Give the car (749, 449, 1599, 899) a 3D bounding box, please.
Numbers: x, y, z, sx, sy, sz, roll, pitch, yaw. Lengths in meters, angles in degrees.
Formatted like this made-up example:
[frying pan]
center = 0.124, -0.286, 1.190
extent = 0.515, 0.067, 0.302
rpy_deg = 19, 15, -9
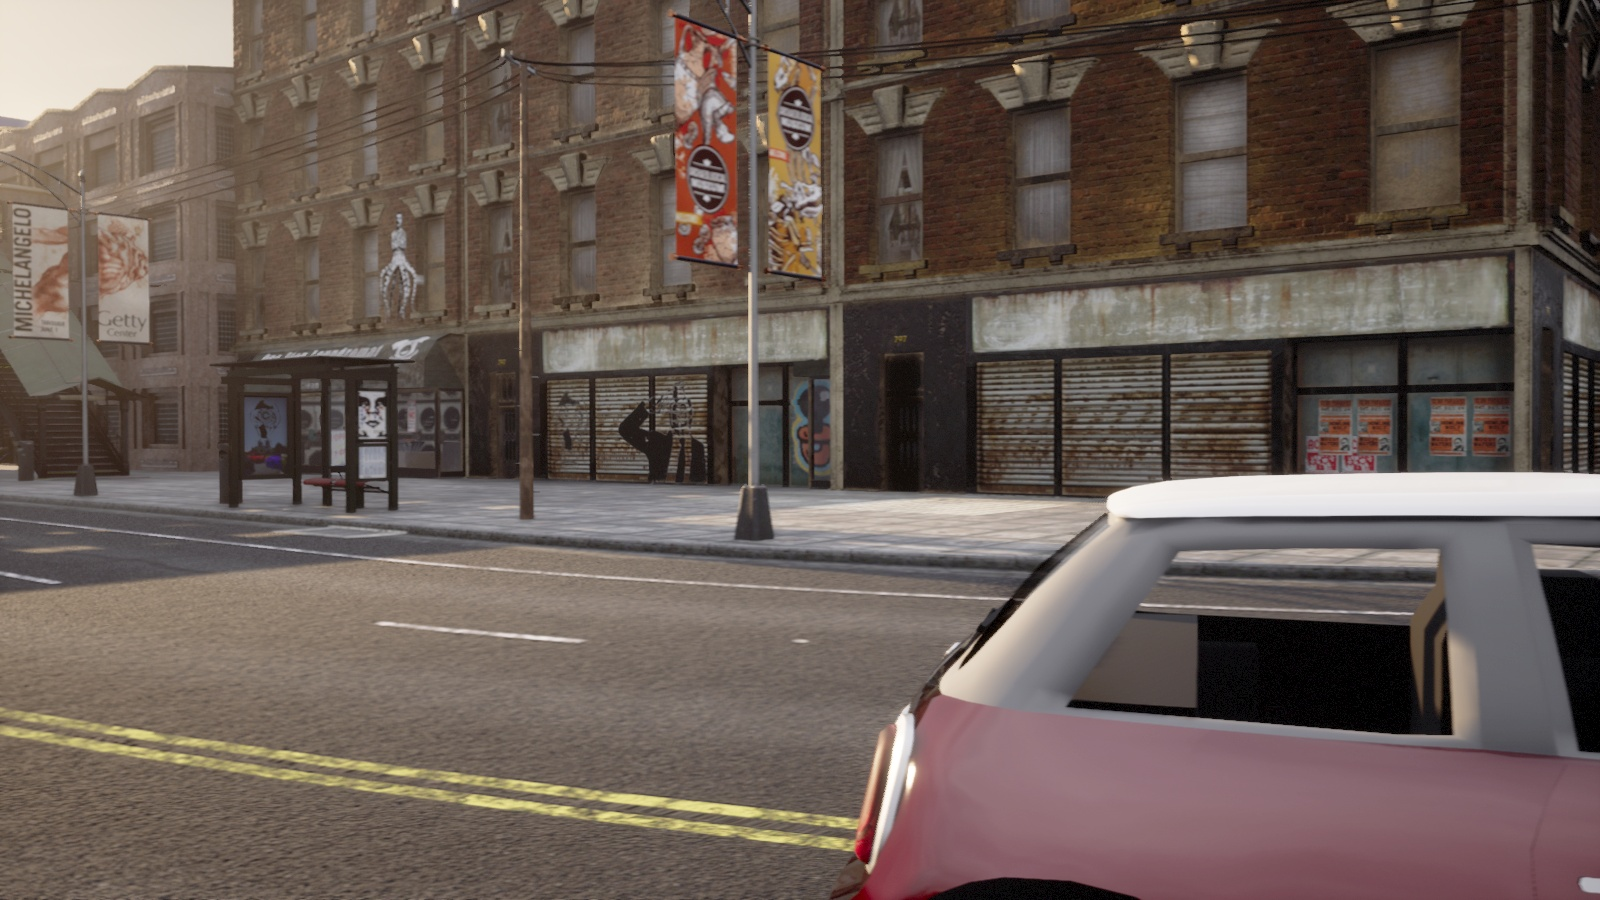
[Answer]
[car]
center = 2.023, 0.762, 2.563
extent = 3.806, 1.475, 1.970
rpy_deg = 1, 1, 18
